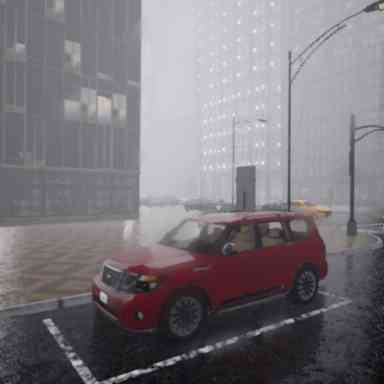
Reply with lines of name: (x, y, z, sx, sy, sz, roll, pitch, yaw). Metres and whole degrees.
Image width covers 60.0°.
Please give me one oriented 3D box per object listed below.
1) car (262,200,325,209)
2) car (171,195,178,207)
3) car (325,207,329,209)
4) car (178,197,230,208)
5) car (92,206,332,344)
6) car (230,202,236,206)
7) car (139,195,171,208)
car: (7.009, 1.498, 25.679, 2.033, 1.411, 5.357, 1, 0, -37)
car: (-2.821, 1.211, 44.370, 2.128, 1.511, 4.902, 1, 0, -37)
car: (9.291, 1.453, 28.059, 1.882, 1.535, 5.008, 1, 0, -37)
car: (1.080, 1.317, 33.660, 2.128, 1.511, 4.902, 1, 0, -37)
car: (0.670, 1.348, 6.662, 5.009, 1.841, 2.192, 1, 0, -36)
car: (3.373, 1.452, 36.021, 1.895, 1.301, 4.718, 1, 0, -37)
car: (-5.251, 1.240, 42.194, 2.033, 1.411, 5.357, 1, 0, -36)
